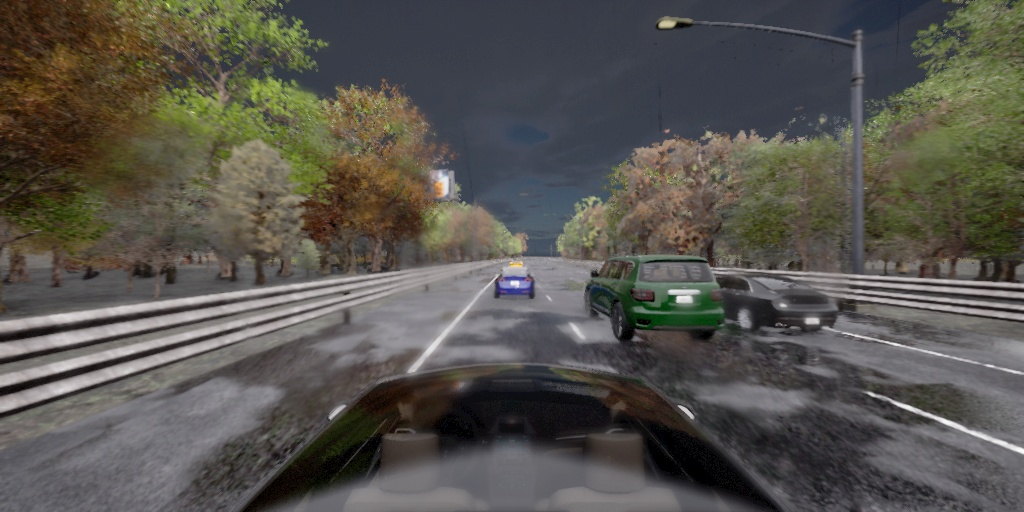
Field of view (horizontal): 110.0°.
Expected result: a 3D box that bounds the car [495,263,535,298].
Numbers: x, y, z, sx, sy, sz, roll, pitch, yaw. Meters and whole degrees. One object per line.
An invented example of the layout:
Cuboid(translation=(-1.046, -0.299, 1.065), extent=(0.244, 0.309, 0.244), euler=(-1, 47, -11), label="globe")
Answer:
Cuboid(translation=(0.153, 1.299, 18.871), extent=(2.163, 1.488, 4.792), euler=(0, 0, 0), label="car")

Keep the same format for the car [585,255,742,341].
Cuboid(translation=(3.594, 0.998, 10.121), extent=(2.150, 2.045, 5.566), euler=(0, 0, 0), label="car")

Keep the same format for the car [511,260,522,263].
Cuboid(translation=(0.666, 1.359, 52.665), extent=(1.882, 1.535, 5.008), euler=(0, 0, 1), label="car")

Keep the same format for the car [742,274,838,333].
Cuboid(translation=(7.109, 1.287, 10.887), extent=(1.837, 1.490, 4.892), euler=(0, 0, 0), label="car")
